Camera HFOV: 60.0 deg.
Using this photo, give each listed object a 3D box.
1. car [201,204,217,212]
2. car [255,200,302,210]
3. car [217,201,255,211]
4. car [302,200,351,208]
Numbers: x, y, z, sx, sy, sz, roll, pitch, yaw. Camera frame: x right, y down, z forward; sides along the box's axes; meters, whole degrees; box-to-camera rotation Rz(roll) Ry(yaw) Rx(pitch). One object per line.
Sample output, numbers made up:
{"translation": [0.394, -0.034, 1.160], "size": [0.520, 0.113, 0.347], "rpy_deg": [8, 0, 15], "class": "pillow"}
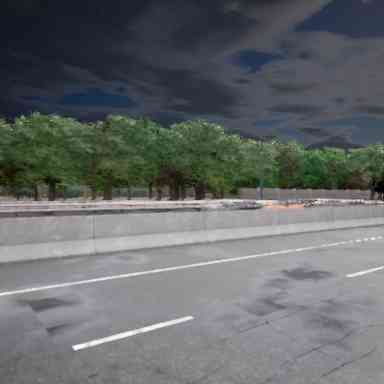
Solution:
{"translation": [3.363, 1.765, 36.476], "size": [4.718, 1.301, 1.895], "rpy_deg": [1, 0, -35], "class": "car"}
{"translation": [8.631, 1.528, 31.633], "size": [4.553, 1.767, 2.097], "rpy_deg": [1, 0, -35], "class": "car"}
{"translation": [5.369, 1.654, 33.605], "size": [4.902, 1.511, 2.128], "rpy_deg": [0, 0, -35], "class": "car"}
{"translation": [12.521, 1.547, 30.107], "size": [4.553, 1.767, 2.097], "rpy_deg": [1, 0, -35], "class": "car"}
